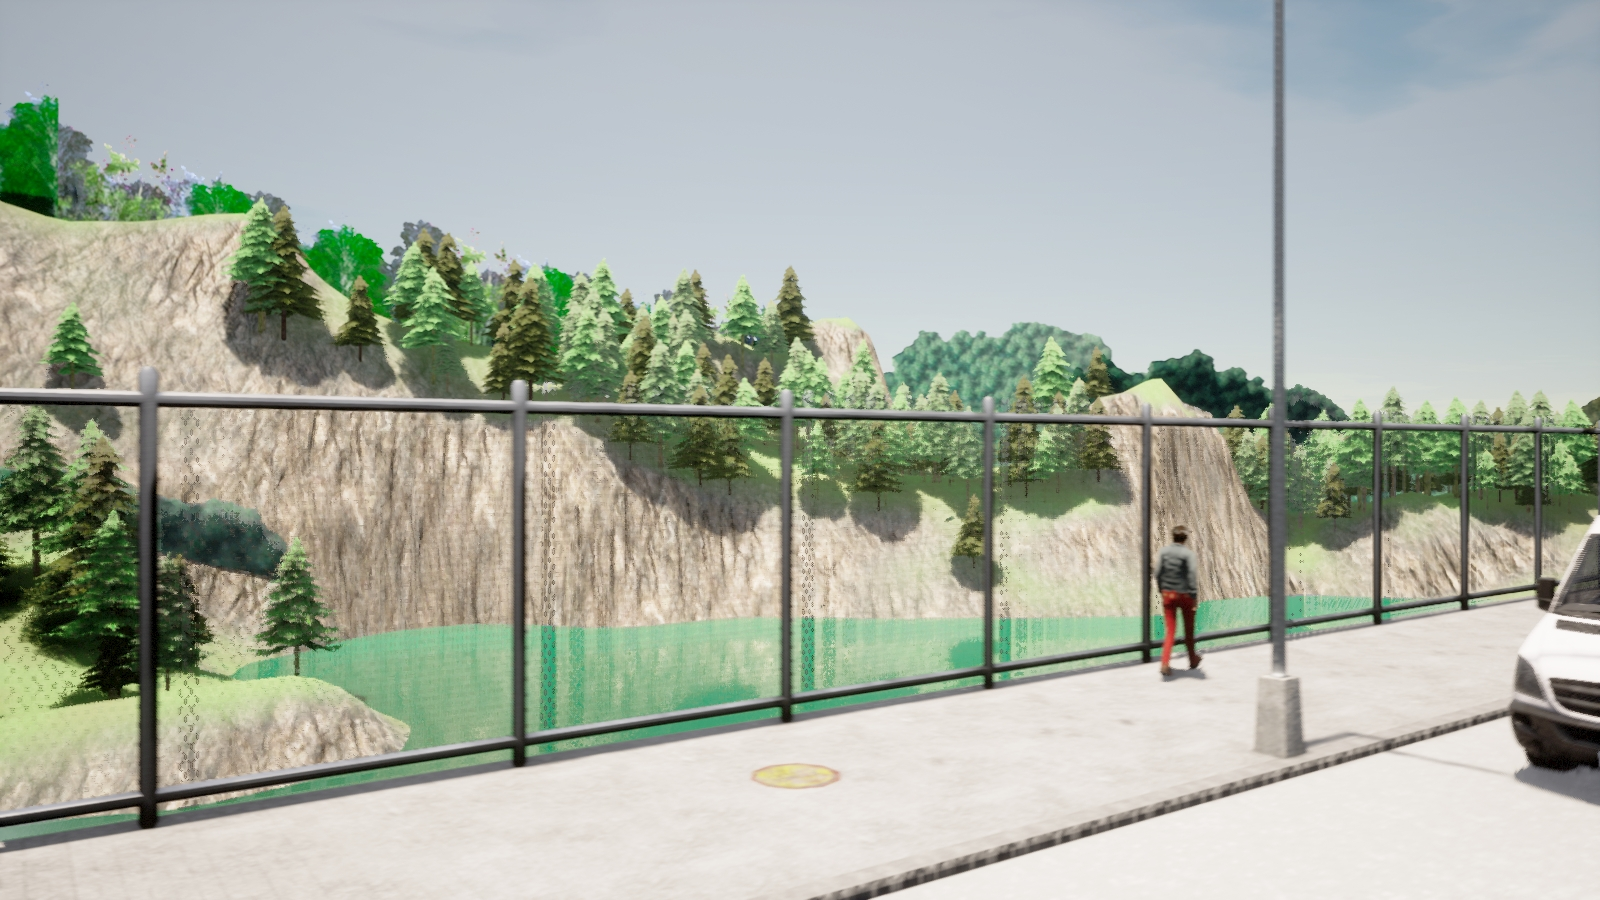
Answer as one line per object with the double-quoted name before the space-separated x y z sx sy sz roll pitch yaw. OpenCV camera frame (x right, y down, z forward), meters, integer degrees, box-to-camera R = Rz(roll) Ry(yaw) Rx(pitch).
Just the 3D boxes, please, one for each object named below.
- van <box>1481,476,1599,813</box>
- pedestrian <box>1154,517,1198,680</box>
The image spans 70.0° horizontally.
"van" 8.706 1.534 10.463 5.915 2.561 1.988 0 0 -35
"pedestrian" 4.452 1.743 13.521 0.375 1.860 0.375 0 0 43
